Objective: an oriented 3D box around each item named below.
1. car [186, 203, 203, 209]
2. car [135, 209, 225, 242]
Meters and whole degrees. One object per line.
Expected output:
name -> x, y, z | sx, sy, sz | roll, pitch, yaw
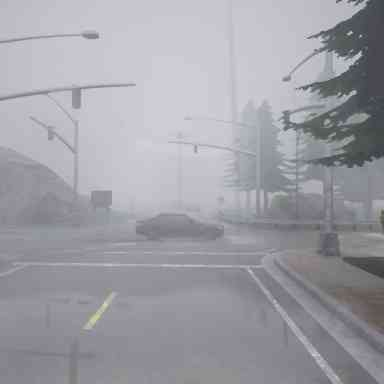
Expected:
car -> 0.316, 2.196, 45.552 | 1.994, 1.385, 4.181 | 0, -3, 8
car -> -0.634, 1.788, 17.513 | 4.674, 1.442, 1.812 | 0, -1, 0
